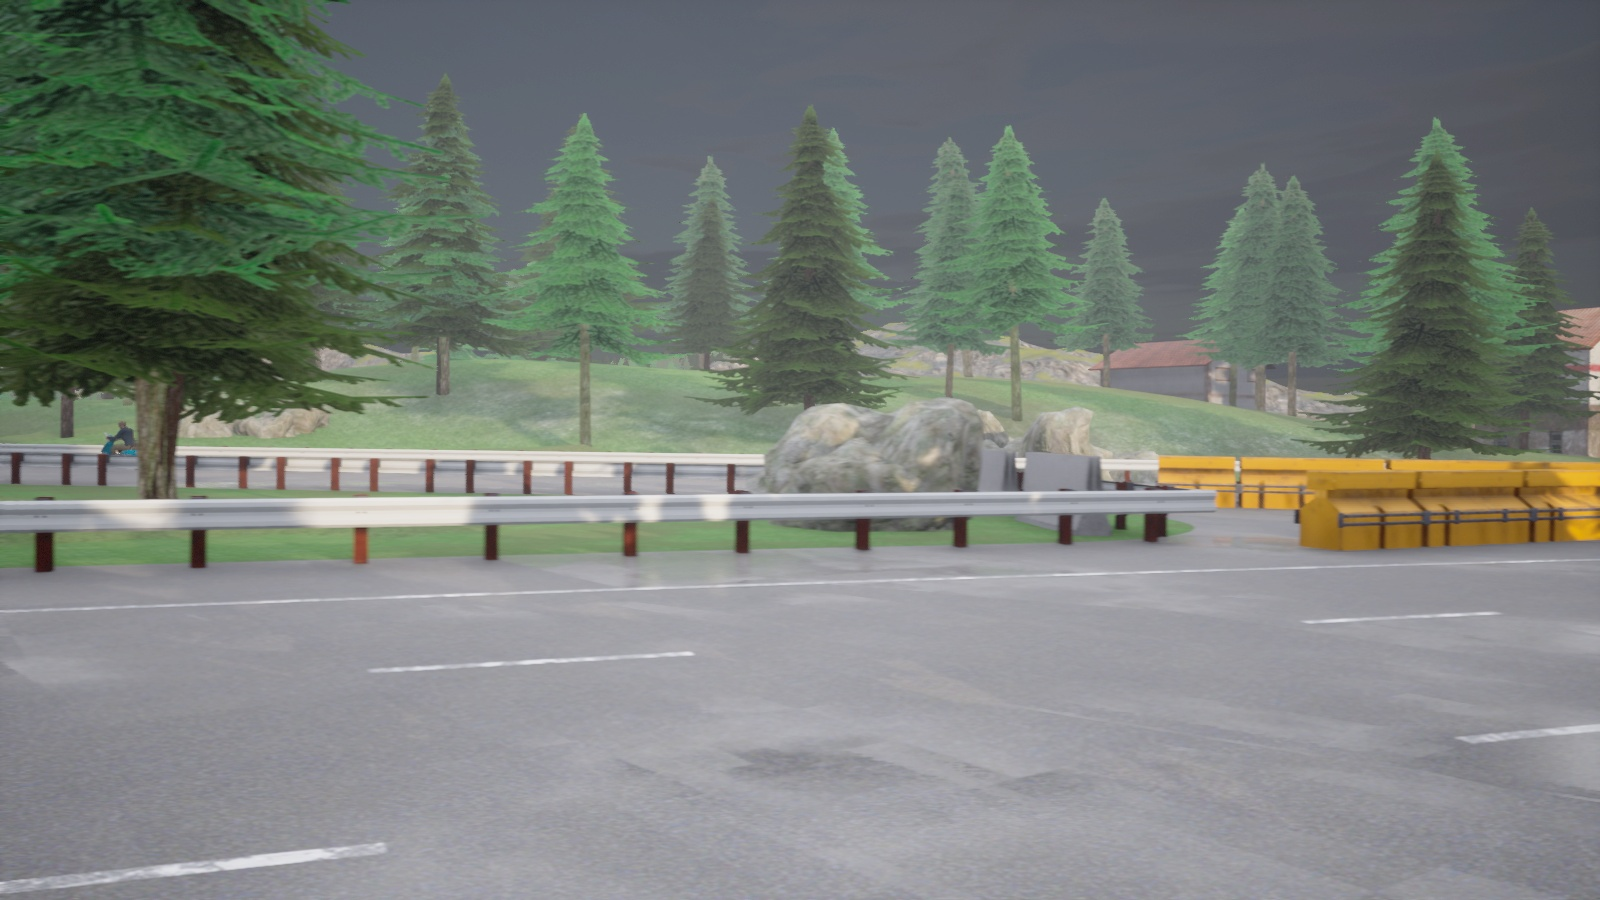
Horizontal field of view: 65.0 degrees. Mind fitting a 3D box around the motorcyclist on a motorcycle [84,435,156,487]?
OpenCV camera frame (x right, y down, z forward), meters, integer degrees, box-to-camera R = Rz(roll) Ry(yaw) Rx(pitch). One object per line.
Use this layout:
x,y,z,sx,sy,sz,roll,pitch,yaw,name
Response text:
-21.086,0.343,38.957,1.817,1.590,0.866,0,1,10,motorcyclist on a motorcycle
